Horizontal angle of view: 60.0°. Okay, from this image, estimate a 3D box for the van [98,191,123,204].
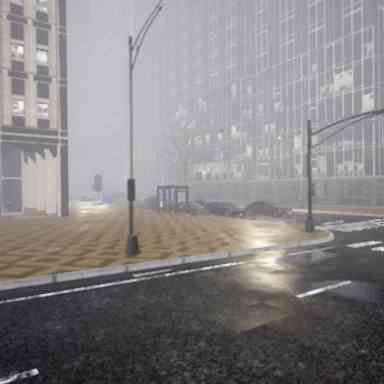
[{"bbox_3d":[-13.043,1.007,53.073,1.690,1.788,3.998,0,1,-34],"label":"van"}]

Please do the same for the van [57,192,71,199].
[{"bbox_3d":[-29.072,0.740,76.539,1.690,1.788,3.998,0,1,-34],"label":"van"}]

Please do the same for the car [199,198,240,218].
[{"bbox_3d":[2.877,1.491,29.536,1.947,1.339,4.313,0,1,-34],"label":"car"}]

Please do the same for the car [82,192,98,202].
[{"bbox_3d":[-19.456,1.111,62.461,2.008,1.369,4.403,0,1,-34],"label":"car"}]

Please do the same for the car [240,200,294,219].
[{"bbox_3d":[6.633,1.440,28.843,1.812,1.442,4.674,-1,1,-34],"label":"car"}]

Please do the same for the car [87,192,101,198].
[{"bbox_3d":[-25.358,0.788,85.959,2.008,1.369,4.403,0,1,-34],"label":"car"}]

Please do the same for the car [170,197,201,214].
[{"bbox_3d":[-0.315,1.456,34.241,1.802,1.307,4.206,0,1,-34],"label":"car"}]

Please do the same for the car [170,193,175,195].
[{"bbox_3d":[-4.594,1.283,45.296,2.033,1.411,5.357,-1,1,-34],"label":"car"}]

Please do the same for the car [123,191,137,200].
[{"bbox_3d":[-12.535,1.034,67.188,1.802,1.307,4.206,0,1,-34],"label":"car"}]

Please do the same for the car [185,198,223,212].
[{"bbox_3d":[1.264,1.393,36.700,1.994,1.385,4.181,-1,1,-35],"label":"car"}]

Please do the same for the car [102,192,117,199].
[{"bbox_3d":[-18.947,0.785,76.572,1.967,1.590,4.097,0,1,-34],"label":"car"}]

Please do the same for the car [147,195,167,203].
[{"bbox_3d":[-6.124,1.140,57.801,1.802,1.307,4.206,0,1,-34],"label":"car"}]

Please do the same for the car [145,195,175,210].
[{"bbox_3d":[-3.472,1.388,38.967,1.947,1.339,4.313,0,1,-34],"label":"car"}]

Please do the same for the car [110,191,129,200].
[{"bbox_3d":[-15.741,0.714,71.878,2.192,1.841,5.009,0,1,-34],"label":"car"}]
